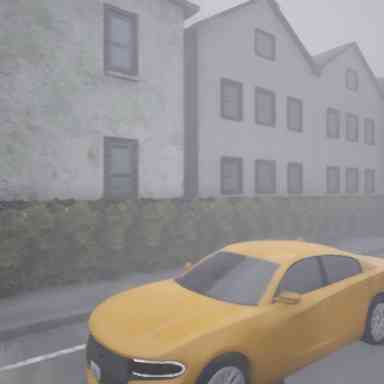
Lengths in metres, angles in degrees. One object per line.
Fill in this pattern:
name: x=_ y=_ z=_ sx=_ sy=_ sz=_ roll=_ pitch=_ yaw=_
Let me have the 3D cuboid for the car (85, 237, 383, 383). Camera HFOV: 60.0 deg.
car: x=1.053 y=1.491 z=4.786 sx=5.008 sy=1.535 sz=1.882 roll=0 pitch=0 yaw=-36
